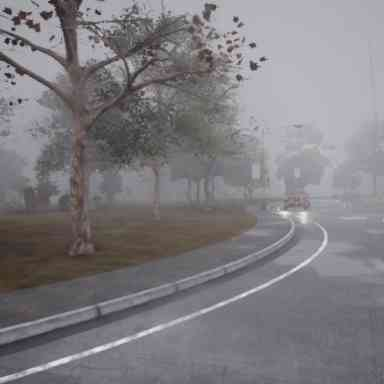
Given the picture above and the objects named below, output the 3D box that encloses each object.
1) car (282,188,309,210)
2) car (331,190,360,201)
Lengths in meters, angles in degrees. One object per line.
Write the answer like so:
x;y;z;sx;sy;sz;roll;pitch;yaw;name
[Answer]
10.298;0.642;33.131;2.150;2.045;5.566;-2;1;16;car
21.927;0.476;47.654;4.181;1.385;1.994;-2;1;-25;car
